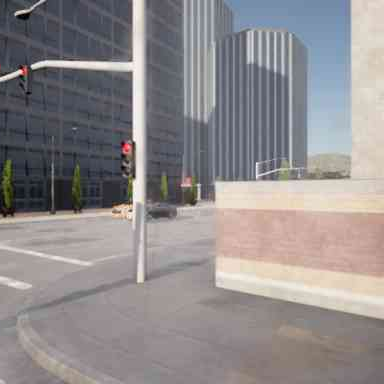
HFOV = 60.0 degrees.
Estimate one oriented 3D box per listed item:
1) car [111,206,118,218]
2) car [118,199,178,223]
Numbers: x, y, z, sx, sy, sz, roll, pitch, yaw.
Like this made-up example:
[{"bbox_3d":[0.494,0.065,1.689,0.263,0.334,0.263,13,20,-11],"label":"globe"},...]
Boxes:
[{"bbox_3d":[-5.079,1.421,29.806,2.097,1.767,4.553,0,0,36],"label":"car"},{"bbox_3d":[-3.137,1.557,26.515,2.128,1.511,4.902,0,0,36],"label":"car"}]
